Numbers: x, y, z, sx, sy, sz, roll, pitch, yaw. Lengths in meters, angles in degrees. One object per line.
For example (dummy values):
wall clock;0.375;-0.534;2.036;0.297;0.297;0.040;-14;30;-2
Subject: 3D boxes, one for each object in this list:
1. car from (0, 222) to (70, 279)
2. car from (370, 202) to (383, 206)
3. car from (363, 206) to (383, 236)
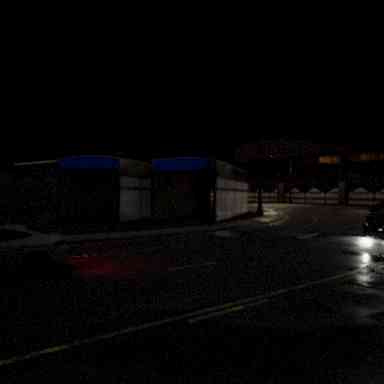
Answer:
car;-5.633;1.534;8.631;4.674;1.442;1.812;1;0;-37
car;25.825;2.036;44.592;1.882;1.535;5.008;1;0;-4
car;11.392;1.770;19.574;1.812;1.442;4.674;0;-1;36
